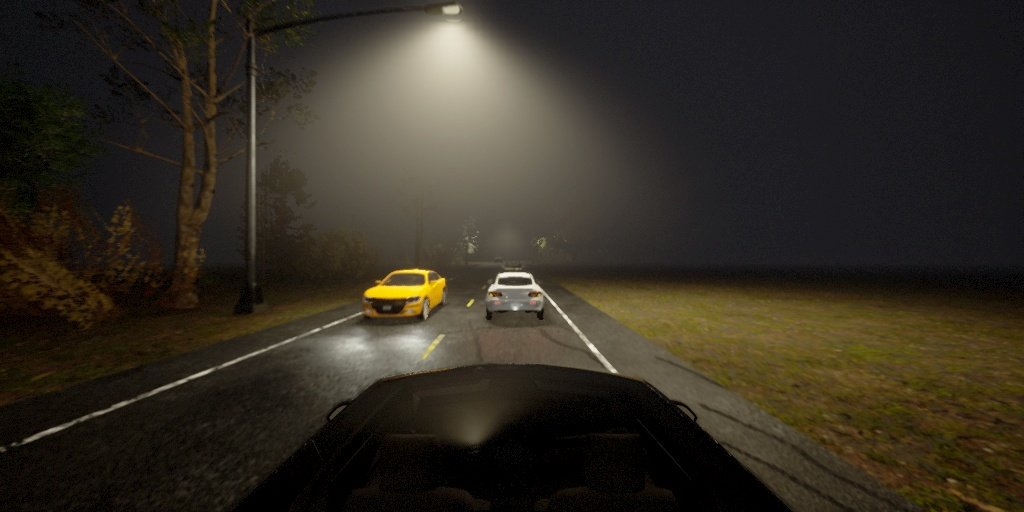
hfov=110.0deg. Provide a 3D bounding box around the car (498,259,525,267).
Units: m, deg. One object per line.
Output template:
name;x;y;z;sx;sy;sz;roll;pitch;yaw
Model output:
car;0.087;1.228;30.767;2.128;1.511;4.902;0;0;0

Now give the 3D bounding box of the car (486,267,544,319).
car;0.096;1.272;12.707;1.812;1.442;4.674;0;0;0

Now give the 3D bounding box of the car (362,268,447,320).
car;-3.602;1.223;12.824;1.882;1.535;5.008;0;0;0
